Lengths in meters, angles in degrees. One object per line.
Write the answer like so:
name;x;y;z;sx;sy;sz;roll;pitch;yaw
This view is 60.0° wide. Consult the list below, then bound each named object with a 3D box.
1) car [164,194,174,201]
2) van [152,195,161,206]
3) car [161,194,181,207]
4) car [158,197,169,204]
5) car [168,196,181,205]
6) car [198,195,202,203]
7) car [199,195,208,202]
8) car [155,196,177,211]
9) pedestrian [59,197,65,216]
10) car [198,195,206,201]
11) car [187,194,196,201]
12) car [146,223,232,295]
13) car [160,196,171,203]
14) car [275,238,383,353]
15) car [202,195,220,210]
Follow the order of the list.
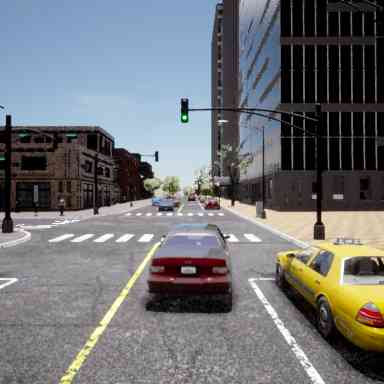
car;-5.737;1.348;82.852;2.192;1.841;5.009;1;0;0
van;-5.717;1.362;55.181;1.690;1.788;3.998;1;0;0
car;-3.133;1.371;50.983;2.097;1.767;4.553;0;0;0
car;-5.729;1.607;66.249;1.802;1.307;4.206;1;0;0
car;-3.112;1.515;61.360;2.128;1.511;4.902;0;0;0
car;2.648;1.553;71.948;1.752;1.417;4.829;1;0;0
car;2.644;1.556;77.483;1.752;1.417;4.829;1;0;0
car;-3.154;1.562;41.084;2.033;1.411;5.357;0;0;-3
pedestrian;-12.569;1.369;32.087;0.375;1.860;0.375;0;0;1
car;2.635;1.580;88.382;1.887;1.381;4.507;1;0;0
car;-0.061;1.387;81.614;2.097;1.767;4.553;0;0;0
car;0.072;1.550;8.914;2.033;1.411;5.357;0;0;3
car;-5.733;1.594;71.784;1.947;1.339;4.313;1;0;0
car;2.834;1.527;6.326;1.752;1.417;4.829;1;0;0
car;2.670;1.456;44.103;1.967;1.590;4.097;1;0;0
